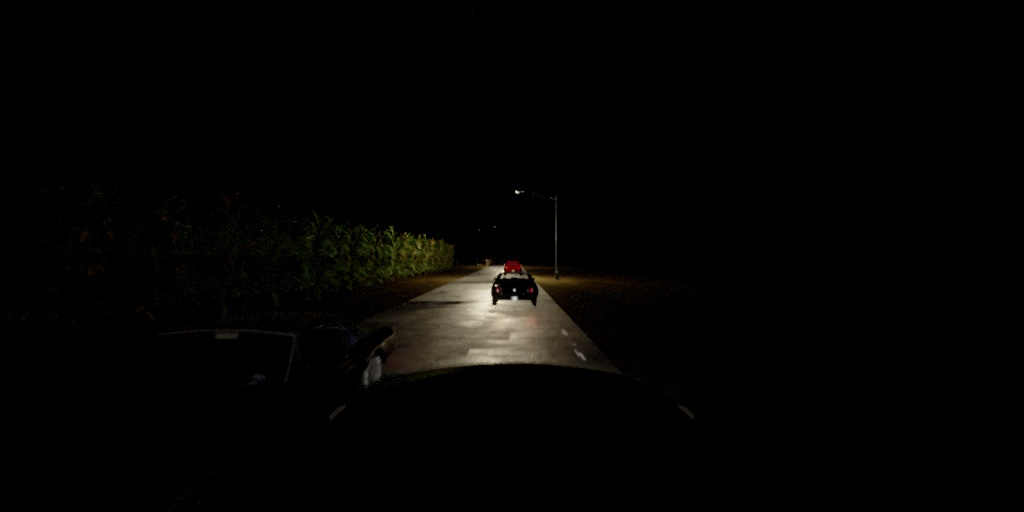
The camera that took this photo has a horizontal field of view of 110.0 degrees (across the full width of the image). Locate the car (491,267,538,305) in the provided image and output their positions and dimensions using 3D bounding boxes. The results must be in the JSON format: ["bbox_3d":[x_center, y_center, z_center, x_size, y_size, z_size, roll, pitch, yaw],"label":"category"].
[{"bbox_3d":[0.102,1.357,16.150,1.895,1.301,4.718,0,0,0],"label":"car"}]

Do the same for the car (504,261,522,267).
[{"bbox_3d":[0.104,1.294,37.718,1.812,1.442,4.674,0,0,0],"label":"car"}]

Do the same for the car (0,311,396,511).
[{"bbox_3d":[-2.851,1.352,3.714,1.895,1.301,4.718,0,0,0],"label":"car"}]
